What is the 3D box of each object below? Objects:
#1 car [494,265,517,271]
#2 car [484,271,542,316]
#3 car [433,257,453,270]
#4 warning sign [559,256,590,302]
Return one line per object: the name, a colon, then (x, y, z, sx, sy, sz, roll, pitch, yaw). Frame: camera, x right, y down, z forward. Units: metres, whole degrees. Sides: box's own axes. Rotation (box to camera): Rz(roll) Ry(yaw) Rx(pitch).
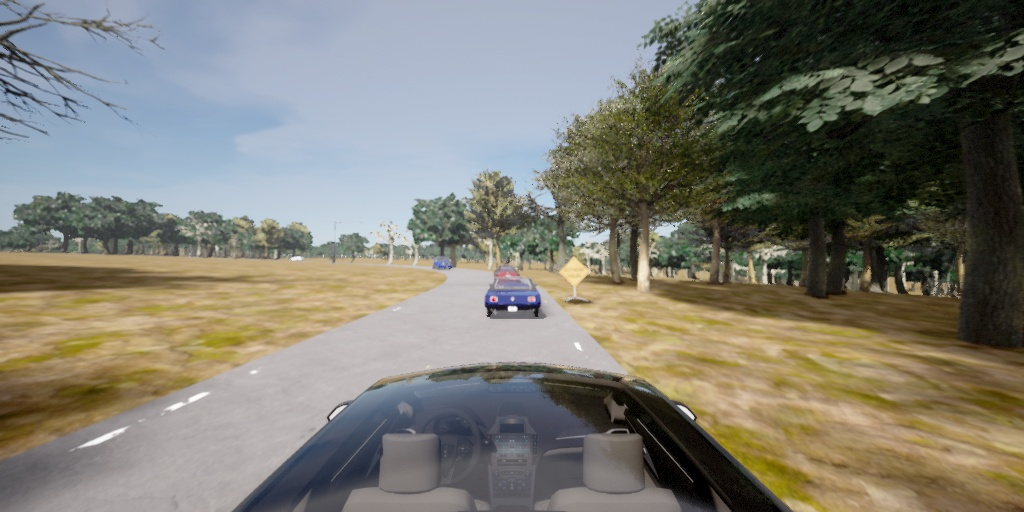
car: (-0.525, 1.454, 29.497, 1.994, 1.385, 4.181, 0, 0, -5)
car: (0.045, 1.424, 13.733, 1.895, 1.301, 4.718, 0, 0, 1)
car: (-10.920, 1.179, 56.418, 2.150, 2.045, 5.566, 1, 0, -24)
warning sign: (2.655, 0.944, 15.146, 1.300, 1.860, 1.060, 0, 0, 0)
